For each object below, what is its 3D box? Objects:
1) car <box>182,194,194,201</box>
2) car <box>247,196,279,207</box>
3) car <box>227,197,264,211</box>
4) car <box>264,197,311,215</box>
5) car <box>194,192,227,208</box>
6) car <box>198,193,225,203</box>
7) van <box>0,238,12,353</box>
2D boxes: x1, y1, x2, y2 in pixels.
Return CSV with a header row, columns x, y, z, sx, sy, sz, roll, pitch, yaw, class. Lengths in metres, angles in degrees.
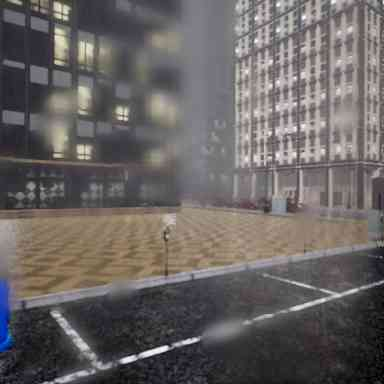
x,y,z,sx,sy,sz,roll,pitch,yaw,class
0.021,0.969,59.864,1.947,1.339,4.313,2,0,-36,car
9.756,1.308,46.258,1.802,1.307,4.206,2,0,-36,car
6.221,1.350,36.797,1.802,1.307,4.206,2,0,-36,car
9.470,1.316,32.265,1.967,1.590,4.097,2,0,-36,car
2.987,0.976,41.331,2.192,1.841,5.009,2,0,-36,car
3.168,1.033,55.468,1.752,1.417,4.829,2,0,-36,car
-4.154,1.328,3.599,3.998,1.788,1.690,1,0,-35,van
